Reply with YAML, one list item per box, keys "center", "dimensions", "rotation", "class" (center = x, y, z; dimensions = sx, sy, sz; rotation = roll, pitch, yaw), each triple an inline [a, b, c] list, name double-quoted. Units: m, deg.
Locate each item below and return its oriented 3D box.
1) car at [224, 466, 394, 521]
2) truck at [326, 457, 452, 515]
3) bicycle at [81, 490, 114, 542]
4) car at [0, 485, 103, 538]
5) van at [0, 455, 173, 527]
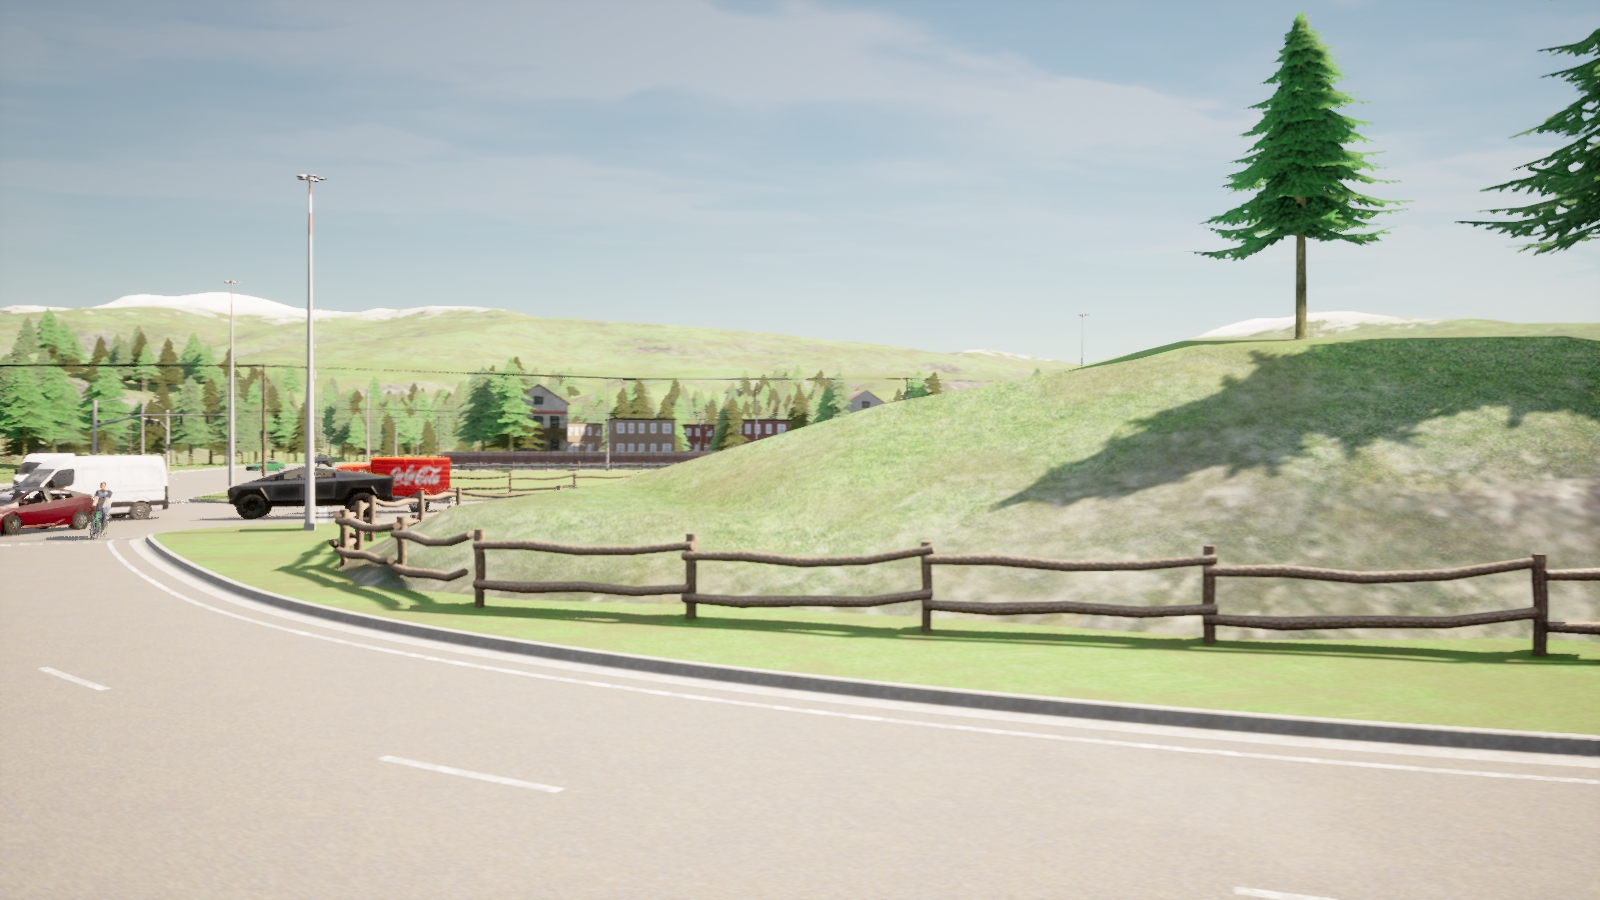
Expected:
- center: [-20.072, 1.740, 47.118]
  dimensions: [6.274, 2.098, 2.390]
  rotation: [0, 0, -19]
  class: "car"
- center: [-18.401, 1.552, 51.383]
  dimensions: [5.204, 2.467, 2.627]
  rotation: [0, 0, -17]
  class: "truck"
- center: [-21.857, 2.042, 35.572]
  dimensions: [0.373, 1.496, 1.643]
  rotation: [4, -1, -17]
  class: "bicycle"
- center: [-26.022, 2.022, 38.348]
  dimensions: [2.007, 1.525, 4.514]
  rotation: [0, 0, 10]
  class: "car"
- center: [-27.908, 1.516, 44.422]
  dimensions: [1.988, 2.561, 5.915]
  rotation: [-1, -1, 32]
  class: "van"
